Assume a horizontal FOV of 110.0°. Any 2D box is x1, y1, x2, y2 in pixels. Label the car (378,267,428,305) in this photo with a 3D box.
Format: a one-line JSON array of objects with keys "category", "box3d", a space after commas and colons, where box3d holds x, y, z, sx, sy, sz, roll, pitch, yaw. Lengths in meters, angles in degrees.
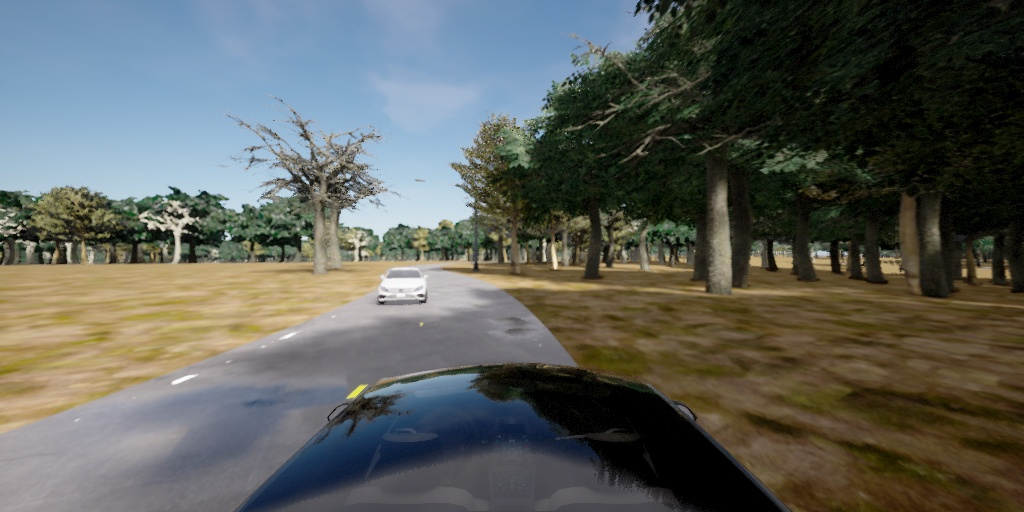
[{"category": "car", "box3d": [-4.711, 1.211, 15.793, 1.812, 1.442, 4.674, 0, 0, -13]}]
